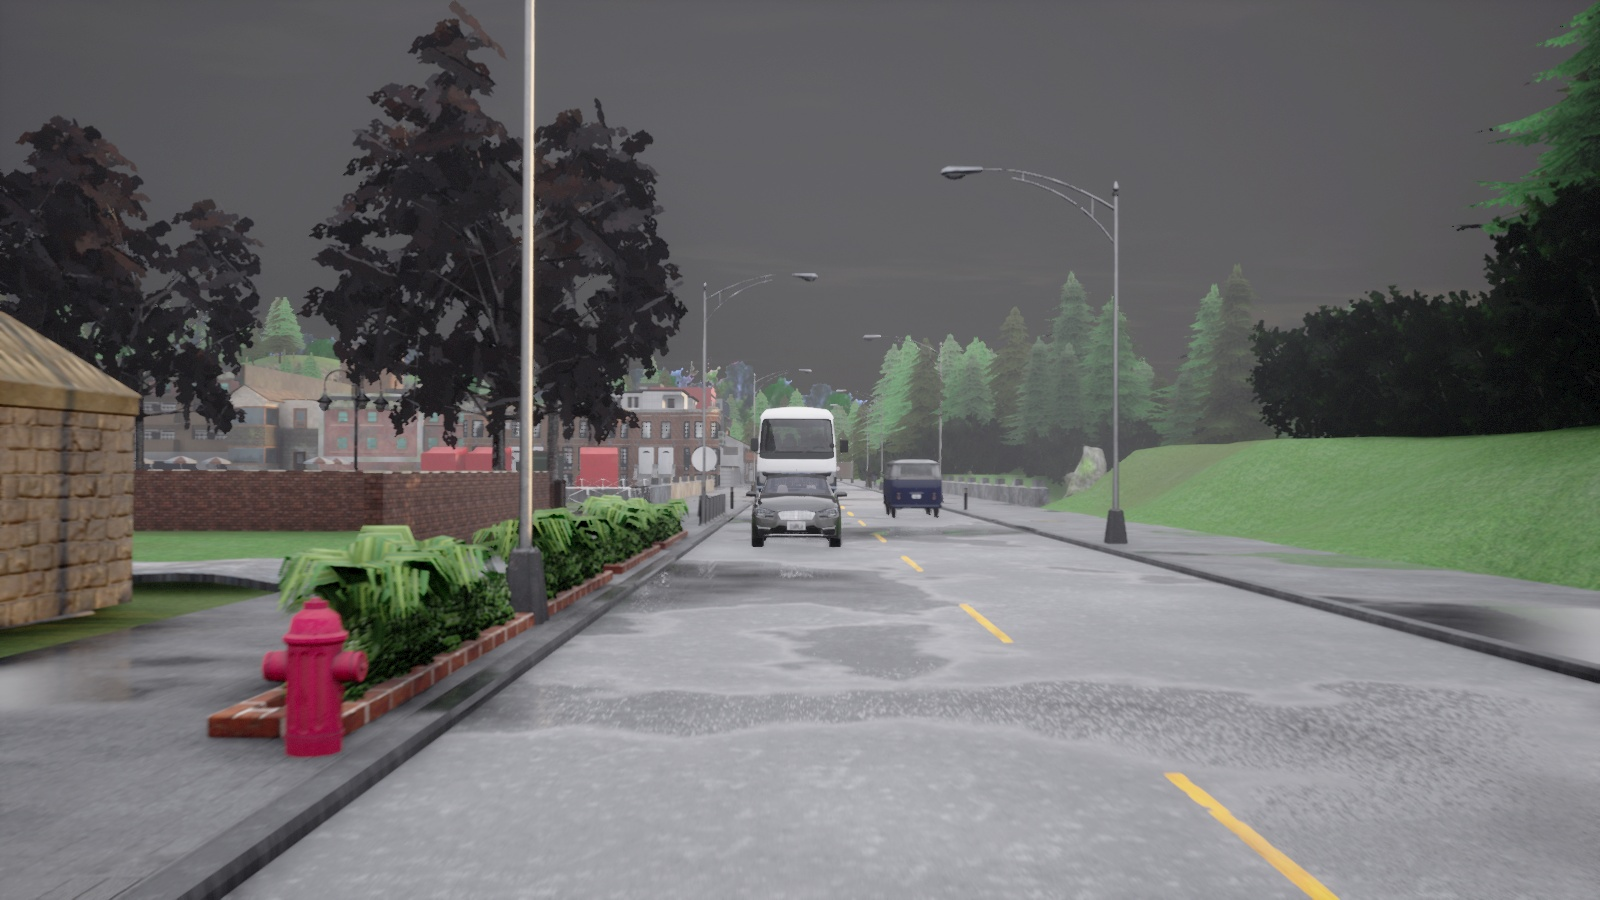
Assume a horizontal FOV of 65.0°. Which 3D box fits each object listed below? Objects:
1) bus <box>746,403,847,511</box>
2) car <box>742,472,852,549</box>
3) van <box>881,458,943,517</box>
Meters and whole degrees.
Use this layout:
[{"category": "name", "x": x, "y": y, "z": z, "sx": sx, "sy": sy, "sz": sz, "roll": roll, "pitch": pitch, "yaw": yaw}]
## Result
[{"category": "bus", "x": -0.138, "y": 0.351, "z": 54.516, "sx": 3.944, "sy": 4.253, "sz": 10.273, "roll": 0, "pitch": -1, "yaw": 0}, {"category": "car", "x": -0.066, "y": 1.223, "z": 27.010, "sx": 2.128, "sy": 1.511, "sz": 4.902, "roll": 0, "pitch": -1, "yaw": 0}, {"category": "van", "x": 3.891, "y": 1.293, "z": 44.289, "sx": 1.775, "sy": 1.987, "sz": 4.442, "roll": 0, "pitch": -1, "yaw": 0}]
